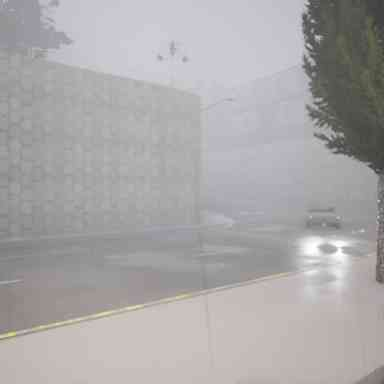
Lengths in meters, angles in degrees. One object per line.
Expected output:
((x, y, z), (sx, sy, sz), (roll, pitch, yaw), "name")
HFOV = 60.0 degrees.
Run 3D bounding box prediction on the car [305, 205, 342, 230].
((8.216, 1.521, 20.899), (1.895, 1.301, 4.718), (1, 0, 19), "car")
